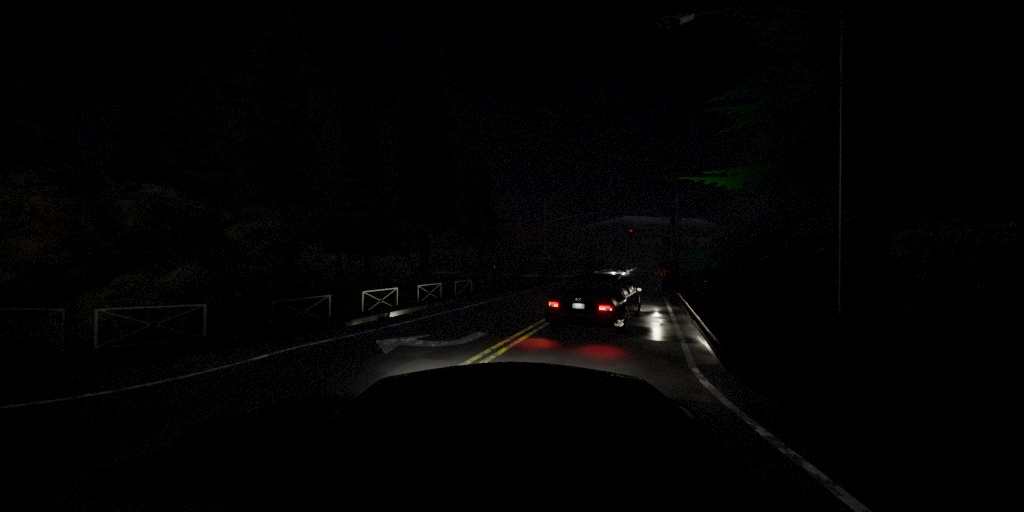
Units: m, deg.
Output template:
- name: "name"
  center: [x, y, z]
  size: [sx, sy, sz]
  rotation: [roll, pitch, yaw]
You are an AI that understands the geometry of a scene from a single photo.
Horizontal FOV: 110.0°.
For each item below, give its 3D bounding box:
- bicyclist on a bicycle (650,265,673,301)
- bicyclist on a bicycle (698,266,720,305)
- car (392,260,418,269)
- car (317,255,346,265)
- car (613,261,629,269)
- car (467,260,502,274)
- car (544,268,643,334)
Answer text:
- name: "bicyclist on a bicycle"
  center: [6.898, 1.235, 16.512]
  size: [1.656, 1.620, 0.582]
  rotation: [1, 0, -30]
- name: "bicyclist on a bicycle"
  center: [8.302, 1.248, 15.088]
  size: [1.656, 1.620, 0.582]
  rotation: [1, 0, -33]
- name: "car"
  center: [-14.018, 1.370, 49.012]
  size: [5.008, 1.535, 1.882]
  rotation: [0, -1, 22]
- name: "car"
  center: [-27.903, 0.952, 55.355]
  size: [5.566, 2.045, 2.150]
  rotation: [2, 0, 32]
- name: "car"
  center: [17.382, 1.859, 57.879]
  size: [1.895, 1.301, 4.718]
  rotation: [1, 0, 22]
- name: "car"
  center: [-3.501, 1.366, 44.871]
  size: [4.553, 1.767, 2.097]
  rotation: [1, 0, 21]
- name: "car"
  center: [2.594, 1.219, 10.427]
  size: [2.033, 1.411, 5.357]
  rotation: [1, 0, 26]
